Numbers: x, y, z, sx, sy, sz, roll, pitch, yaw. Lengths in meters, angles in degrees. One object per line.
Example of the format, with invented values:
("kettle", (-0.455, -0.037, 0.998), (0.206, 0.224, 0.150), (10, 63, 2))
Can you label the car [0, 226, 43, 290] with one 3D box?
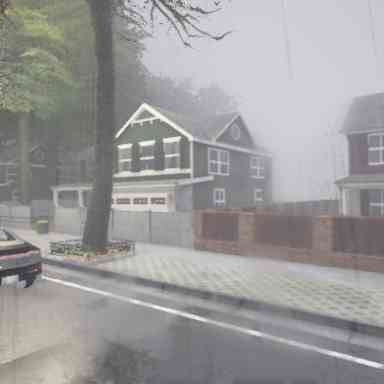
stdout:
("car", (-5.537, 1.514, 7.942), (4.902, 1.511, 2.128), (0, 0, 36))
